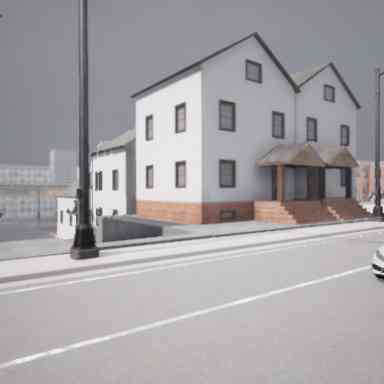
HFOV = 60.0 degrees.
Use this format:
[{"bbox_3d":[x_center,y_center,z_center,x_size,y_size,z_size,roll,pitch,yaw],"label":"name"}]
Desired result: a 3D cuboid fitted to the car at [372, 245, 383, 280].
[{"bbox_3d":[6.563,1.476,8.652,4.674,1.442,1.812,0,0,-35],"label":"car"}]
